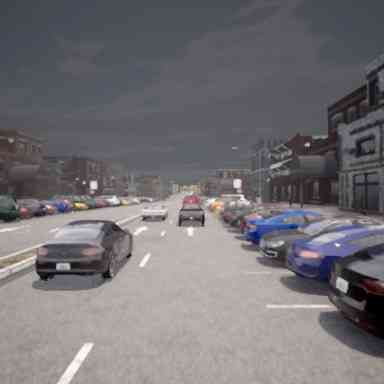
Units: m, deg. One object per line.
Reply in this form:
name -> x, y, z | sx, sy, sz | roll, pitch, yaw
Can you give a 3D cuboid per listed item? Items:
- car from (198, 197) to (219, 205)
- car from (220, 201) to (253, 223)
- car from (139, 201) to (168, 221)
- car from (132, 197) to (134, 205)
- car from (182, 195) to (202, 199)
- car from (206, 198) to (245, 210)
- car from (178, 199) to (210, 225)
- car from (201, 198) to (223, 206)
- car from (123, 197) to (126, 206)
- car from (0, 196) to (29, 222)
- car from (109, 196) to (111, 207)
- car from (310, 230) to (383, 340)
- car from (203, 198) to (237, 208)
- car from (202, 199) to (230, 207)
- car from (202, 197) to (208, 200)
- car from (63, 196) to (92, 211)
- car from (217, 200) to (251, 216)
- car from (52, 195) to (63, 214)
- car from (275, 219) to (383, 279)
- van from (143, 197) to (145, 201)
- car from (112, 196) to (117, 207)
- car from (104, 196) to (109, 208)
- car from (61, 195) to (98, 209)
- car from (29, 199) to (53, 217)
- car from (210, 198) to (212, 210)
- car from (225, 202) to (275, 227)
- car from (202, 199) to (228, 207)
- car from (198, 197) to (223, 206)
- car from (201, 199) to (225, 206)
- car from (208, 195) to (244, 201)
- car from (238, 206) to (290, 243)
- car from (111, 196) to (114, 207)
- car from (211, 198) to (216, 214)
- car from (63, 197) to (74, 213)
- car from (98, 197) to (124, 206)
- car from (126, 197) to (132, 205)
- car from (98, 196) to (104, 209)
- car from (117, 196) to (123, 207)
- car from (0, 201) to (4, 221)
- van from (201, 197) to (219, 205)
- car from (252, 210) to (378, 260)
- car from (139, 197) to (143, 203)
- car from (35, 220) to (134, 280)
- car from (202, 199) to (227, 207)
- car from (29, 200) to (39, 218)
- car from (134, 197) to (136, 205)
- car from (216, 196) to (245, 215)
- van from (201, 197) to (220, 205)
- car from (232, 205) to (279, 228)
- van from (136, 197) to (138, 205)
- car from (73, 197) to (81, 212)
car -> 4.280, 2.347, 88.644 | 5.566, 2.045, 2.435 | 0, -1, 0
car -> 4.600, 1.534, 21.971 | 5.008, 1.535, 2.097 | 0, 0, 0
car -> -3.049, 1.681, 28.249 | 1.895, 1.301, 4.718 | 0, 0, 0
car -> -16.374, 2.303, 74.647 | 5.366, 1.575, 1.946 | 0, -1, 0
car -> -0.128, 1.388, 42.985 | 2.150, 2.045, 5.566 | 0, -1, 0
car -> 4.646, 1.690, 46.974 | 5.366, 1.575, 1.946 | 0, -1, 0
car -> -0.028, 1.556, 24.544 | 2.128, 1.511, 4.902 | 0, 0, 0
car -> 4.357, 2.112, 71.970 | 4.553, 1.767, 2.185 | 0, -1, 0
car -> -16.080, 1.795, 63.624 | 5.566, 2.045, 2.435 | 0, -1, 0
car -> -15.855, 1.294, 25.041 | 5.566, 2.045, 2.435 | 0, 0, 0
car -> -16.022, 1.798, 52.599 | 5.008, 1.535, 2.097 | 0, -1, 0
car -> 4.714, 1.517, 5.297 | 4.792, 1.488, 2.163 | 0, 0, 0
car -> 4.602, 1.835, 55.175 | 5.366, 1.575, 1.946 | 0, -1, 0
car -> 4.392, 1.966, 60.728 | 5.008, 1.535, 2.097 | 0, -1, 0
car -> 4.447, 1.407, 44.197 | 5.566, 2.045, 2.435 | 0, -1, 0
car -> -15.762, 1.640, 41.583 | 5.366, 1.575, 1.946 | 0, 0, 0
car -> 4.551, 1.574, 24.749 | 4.792, 1.488, 2.163 | 0, 0, 0
car -> -15.918, 1.462, 33.312 | 4.553, 1.767, 2.185 | 0, 0, 0
car -> 4.667, 1.533, 8.075 | 4.674, 1.452, 2.002 | 0, 0, 0
van -> -16.446, 2.476, 93.955 | 4.442, 1.987, 1.878 | 0, -1, 0
car -> -16.099, 1.790, 58.110 | 4.553, 1.767, 2.185 | 0, -1, 0
car -> -15.979, 1.500, 49.846 | 5.566, 2.045, 2.435 | 0, -1, 0
car -> -15.939, 1.422, 44.337 | 5.566, 2.045, 2.435 | 0, -1, 0
car -> -15.896, 1.603, 30.554 | 4.792, 1.488, 2.163 | 0, 0, 0
car -> 4.542, 1.582, 32.962 | 4.892, 1.521, 2.231 | 0, 0, 0
car -> 4.604, 1.525, 19.191 | 4.892, 1.521, 2.231 | 0, 0, 0
car -> 4.377, 2.038, 63.631 | 4.892, 1.521, 2.231 | 0, -1, 0
car -> 4.267, 2.111, 77.411 | 5.566, 2.045, 2.435 | 0, -1, 0
car -> 4.336, 2.172, 69.189 | 5.008, 1.535, 2.097 | 0, -1, 0
car -> 4.474, 1.485, 38.643 | 4.553, 1.767, 2.185 | 0, 0, 0
car -> 4.635, 1.506, 13.509 | 5.008, 1.535, 2.097 | 0, 0, 0
car -> -16.077, 1.885, 55.349 | 4.792, 1.488, 2.163 | 0, -1, 0
car -> 4.736, 1.565, 30.183 | 5.366, 1.575, 1.946 | 0, 0, 0
car -> -15.902, 1.602, 36.069 | 5.008, 1.535, 2.097 | 0, 0, 0
car -> -16.097, 1.987, 66.378 | 4.553, 1.767, 2.185 | 0, -1, 0
car -> -16.354, 2.240, 71.888 | 5.366, 1.575, 1.946 | 0, -1, 0
car -> -15.959, 1.456, 47.094 | 5.566, 2.045, 2.435 | 0, -1, 0
car -> -16.116, 1.730, 60.867 | 5.566, 2.045, 2.435 | 0, -1, 0
car -> -15.777, 1.562, 22.282 | 4.792, 1.488, 2.163 | 0, 0, 0
van -> 4.390, 2.257, 82.963 | 4.442, 1.987, 1.878 | 0, -1, 0
car -> 4.662, 1.500, 10.729 | 4.892, 1.521, 2.231 | 0, 0, 0
car -> -16.241, 2.290, 85.683 | 5.566, 2.045, 2.435 | 0, -1, 0
car -> -2.951, 1.543, 9.892 | 1.812, 1.442, 4.674 | 0, 0, 0
car -> 4.385, 2.134, 66.409 | 4.792, 1.488, 2.163 | 0, -1, 0
car -> -15.844, 1.599, 27.797 | 4.674, 1.452, 2.002 | 0, 0, 0
car -> -16.206, 2.407, 77.403 | 4.674, 1.452, 2.002 | 0, -1, 0
car -> 4.538, 1.431, 27.521 | 4.553, 1.767, 2.185 | 0, 0, 0
van -> 4.399, 2.200, 80.309 | 4.442, 1.987, 1.878 | 0, -1, 0
car -> 4.654, 1.544, 16.413 | 4.792, 1.488, 2.163 | 0, 0, 0
van -> -16.112, 2.201, 80.168 | 4.442, 1.987, 1.878 | 0, -1, 0
car -> -15.924, 1.662, 38.824 | 4.674, 1.452, 2.002 | 0, 0, 0
